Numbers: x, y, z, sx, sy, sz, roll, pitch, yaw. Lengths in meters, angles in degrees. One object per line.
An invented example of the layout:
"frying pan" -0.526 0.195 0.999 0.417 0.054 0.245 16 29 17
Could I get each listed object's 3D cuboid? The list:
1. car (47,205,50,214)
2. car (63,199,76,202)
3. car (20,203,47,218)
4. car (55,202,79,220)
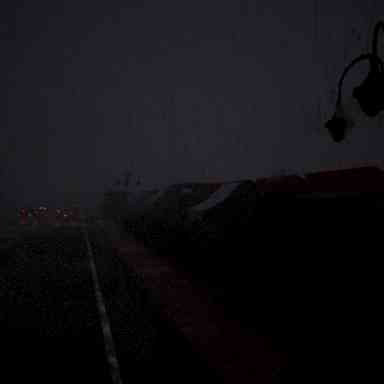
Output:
"car" -20.716 2.236 45.781 2.033 1.411 5.357 3 -2 -19
"car" -17.911 2.094 48.678 2.150 2.045 5.566 3 -2 -18
"car" -17.566 2.127 36.735 1.895 1.301 4.718 3 -2 -18
"car" -13.451 2.160 35.693 1.812 1.442 4.674 3 -2 -18
